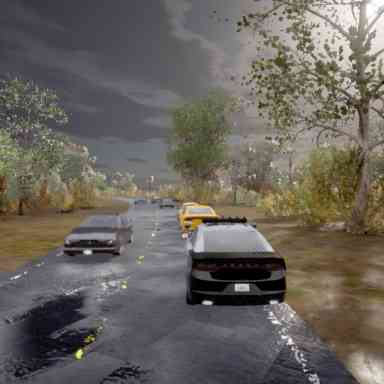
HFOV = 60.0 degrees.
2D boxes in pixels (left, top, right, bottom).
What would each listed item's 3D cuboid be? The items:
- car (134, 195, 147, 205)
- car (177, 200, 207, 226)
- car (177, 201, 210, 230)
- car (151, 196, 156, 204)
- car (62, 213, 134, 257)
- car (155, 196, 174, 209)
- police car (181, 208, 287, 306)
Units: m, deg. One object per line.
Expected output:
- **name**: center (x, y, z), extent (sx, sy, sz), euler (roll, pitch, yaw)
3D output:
- **car**: center (-9.303, 1.347, 60.063), extent (2.097, 1.767, 4.553), euler (0, 0, -12)
- **car**: center (-0.135, 1.453, 24.431), extent (1.801, 1.575, 5.366), euler (0, 0, -5)
- **car**: center (0.317, 1.477, 18.210), extent (1.882, 1.535, 5.008), euler (0, 0, -4)
- **car**: center (-6.803, 1.519, 63.511), extent (1.812, 1.442, 4.674), euler (0, 0, -12)
- **car**: center (-3.453, 1.547, 13.314), extent (2.033, 1.411, 5.357), euler (0, 0, -3)
- **car**: center (-3.567, 1.543, 46.150), extent (2.033, 1.411, 5.357), euler (0, 0, -9)
- **police car**: center (0.776, 1.425, 8.251), extent (1.930, 1.638, 5.238), euler (0, 0, -2)
